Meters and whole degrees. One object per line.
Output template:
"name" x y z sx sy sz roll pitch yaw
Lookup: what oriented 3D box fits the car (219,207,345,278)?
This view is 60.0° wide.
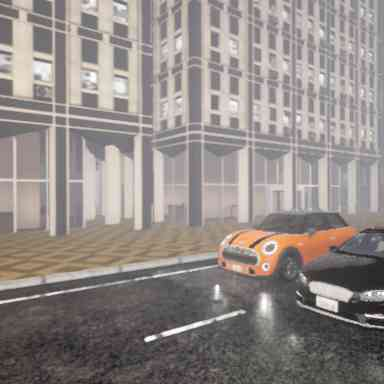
"car" 2.957 1.355 9.858 4.553 1.767 2.097 0 0 -36

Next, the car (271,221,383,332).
"car" 4.101 1.493 6.671 4.902 1.511 2.128 0 0 -36
